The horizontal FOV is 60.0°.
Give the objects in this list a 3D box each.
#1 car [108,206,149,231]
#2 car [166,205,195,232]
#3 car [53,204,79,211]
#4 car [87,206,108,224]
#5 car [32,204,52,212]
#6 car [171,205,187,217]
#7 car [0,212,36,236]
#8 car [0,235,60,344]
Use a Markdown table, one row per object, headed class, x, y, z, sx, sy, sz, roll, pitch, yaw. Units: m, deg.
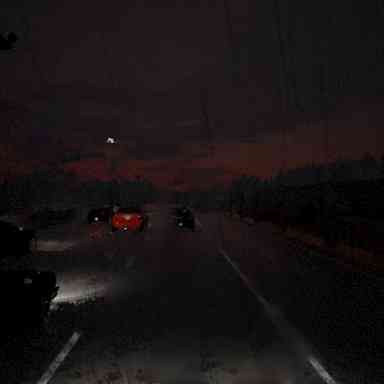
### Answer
| class | x | y | z | sx | sy | sz | roll | pitch | yaw |
| --- | --- | --- | --- | --- | --- | --- | --- | --- | --- |
| car | -4.347 | 1.776 | 24.067 | 2.097 | 1.767 | 4.553 | 0 | -1 | -2 |
| car | -0.817 | 1.885 | 23.455 | 2.128 | 1.511 | 4.902 | 0 | -1 | -2 |
| car | -15.860 | 2.407 | 43.056 | 1.895 | 1.301 | 4.718 | 0 | -1 | -2 |
| car | -8.115 | 2.053 | 30.301 | 1.837 | 1.490 | 4.892 | 0 | -1 | -2 |
| car | -23.218 | 2.668 | 51.870 | 2.128 | 1.511 | 4.902 | 0 | -3 | -2 |
| car | -1.597 | 2.302 | 41.641 | 1.895 | 1.301 | 4.718 | 0 | -1 | -2 |
| car | -7.342 | 1.715 | 11.854 | 1.882 | 1.535 | 5.008 | 0 | -1 | -2 |
| car | -3.559 | 1.638 | 4.326 | 2.033 | 1.411 | 5.357 | 0 | -1 | -1 |
